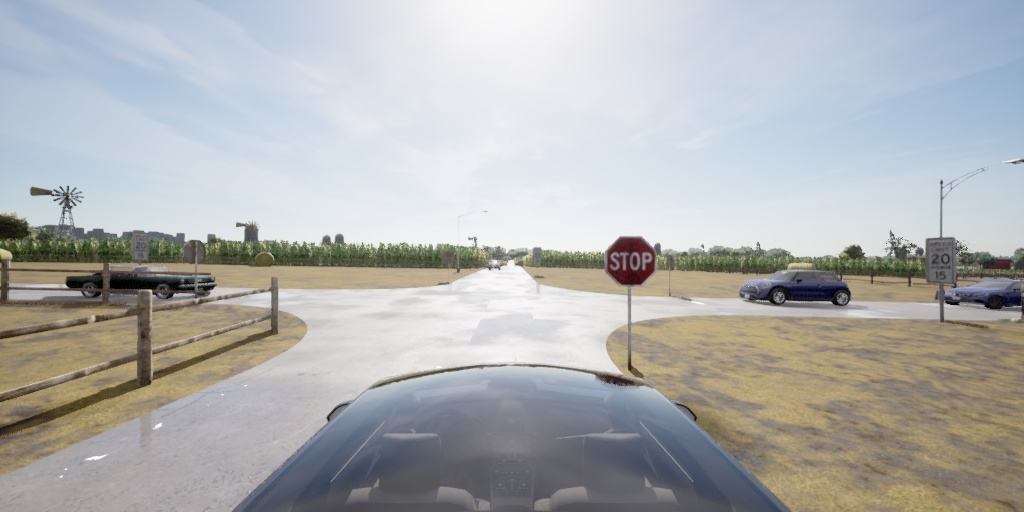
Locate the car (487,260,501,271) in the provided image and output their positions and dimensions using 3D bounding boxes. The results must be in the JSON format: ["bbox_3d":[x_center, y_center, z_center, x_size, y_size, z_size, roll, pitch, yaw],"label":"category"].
[{"bbox_3d":[-2.715,1.413,54.566,2.128,1.511,4.902,0,0,0],"label":"car"}]

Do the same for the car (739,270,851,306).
[{"bbox_3d":[14.063,1.484,18.016,4.553,1.767,2.097,1,-1,0],"label":"car"}]

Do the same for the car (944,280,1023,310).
[{"bbox_3d":[24.666,1.906,18.024,4.674,1.442,1.812,1,-1,0],"label":"car"}]

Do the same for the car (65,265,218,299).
[{"bbox_3d":[-15.295,1.054,15.031,4.718,1.301,1.895,1,-1,0],"label":"car"}]
